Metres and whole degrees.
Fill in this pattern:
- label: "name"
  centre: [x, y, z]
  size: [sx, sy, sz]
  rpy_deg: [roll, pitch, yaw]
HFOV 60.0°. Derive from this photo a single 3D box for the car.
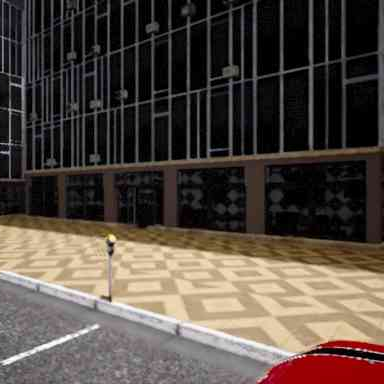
- label: "car"
  centre: [2.006, 1.442, 1.445]
  size: [4.097, 1.590, 1.967]
  rpy_deg: [0, 0, 36]
